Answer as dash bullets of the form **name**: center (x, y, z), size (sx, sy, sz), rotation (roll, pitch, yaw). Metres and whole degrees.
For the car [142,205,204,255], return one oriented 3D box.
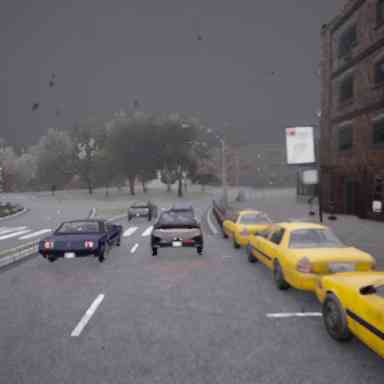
- **car**: center (-0.584, 1.495, 13.338), size (2.128, 1.511, 4.902), rotation (0, 0, -2)

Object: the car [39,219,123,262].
- **car**: center (-3.799, 1.631, 12.313), size (1.895, 1.301, 4.718), rotation (0, 0, -2)

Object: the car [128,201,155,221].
- **car**: center (-3.933, 1.498, 27.308), size (2.128, 1.511, 4.902), rotation (0, 1, 3)

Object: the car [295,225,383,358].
- **car**: center (3.094, 1.451, 3.535), size (1.946, 1.575, 5.366), rotation (0, 0, -3)

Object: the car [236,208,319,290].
- **car**: center (2.778, 1.453, 9.050), size (1.946, 1.575, 5.366), rotation (0, 0, -3)
